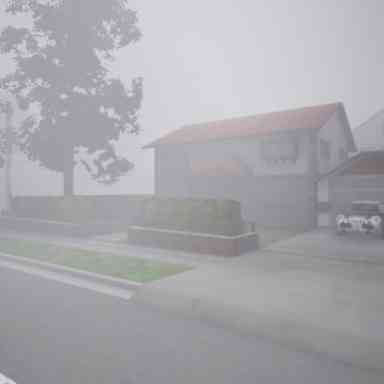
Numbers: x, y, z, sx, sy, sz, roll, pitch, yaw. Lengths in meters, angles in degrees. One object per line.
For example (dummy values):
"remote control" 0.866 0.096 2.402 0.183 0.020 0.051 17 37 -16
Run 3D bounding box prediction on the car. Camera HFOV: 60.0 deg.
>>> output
"car" 7.690 1.168 14.834 1.970 1.475 3.806 0 0 36

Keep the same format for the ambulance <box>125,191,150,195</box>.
"ambulance" -10.492 1.032 60.322 2.351 2.431 6.366 0 0 36
